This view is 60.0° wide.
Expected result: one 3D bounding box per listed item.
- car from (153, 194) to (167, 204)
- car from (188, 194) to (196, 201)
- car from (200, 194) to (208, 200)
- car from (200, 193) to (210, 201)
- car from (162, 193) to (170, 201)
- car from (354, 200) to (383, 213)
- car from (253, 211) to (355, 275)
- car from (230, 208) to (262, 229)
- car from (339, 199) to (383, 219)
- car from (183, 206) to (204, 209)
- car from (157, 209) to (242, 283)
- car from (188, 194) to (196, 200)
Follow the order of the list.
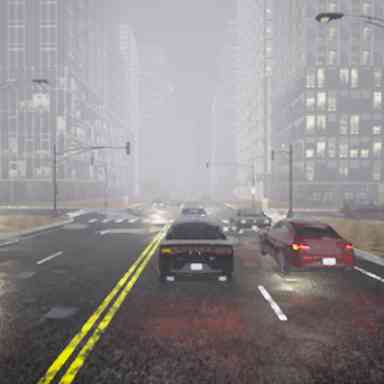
[{"bbox_3d":[-6.522,1.578,65.255,1.994,1.385,4.181,0,0,1],"label":"car"},{"bbox_3d":[0.000,1.480,81.472,1.882,1.535,5.008,0,0,0],"label":"car"},{"bbox_3d":[3.249,1.362,91.889,2.128,1.511,4.902,0,0,0],"label":"car"},{"bbox_3d":[3.250,1.227,81.501,2.150,2.045,5.566,0,0,0],"label":"car"},{"bbox_3d":[-6.501,1.236,80.702,2.150,2.045,5.566,0,0,0],"label":"car"},{"bbox_3d":[21.810,1.682,38.968,4.829,1.417,1.752,1,0,1],"label":"car"},{"bbox_3d":[3.351,1.532,10.405,1.812,1.442,4.674,0,0,0],"label":"car"},{"bbox_3d":[3.350,1.611,19.981,1.895,1.301,4.718,0,0,0],"label":"car"},{"bbox_3d":[16.201,1.550,30.682,5.009,1.841,2.192,1,0,1],"label":"car"},{"bbox_3d":[0.098,1.558,19.929,2.033,1.411,5.357,0,0,0],"label":"car"},{"bbox_3d":[0.096,1.484,9.733,1.882,1.535,5.008,0,0,0],"label":"car"},{"bbox_3d":[-0.001,1.362,91.889,2.128,1.511,4.902,0,0,0],"label":"car"}]
